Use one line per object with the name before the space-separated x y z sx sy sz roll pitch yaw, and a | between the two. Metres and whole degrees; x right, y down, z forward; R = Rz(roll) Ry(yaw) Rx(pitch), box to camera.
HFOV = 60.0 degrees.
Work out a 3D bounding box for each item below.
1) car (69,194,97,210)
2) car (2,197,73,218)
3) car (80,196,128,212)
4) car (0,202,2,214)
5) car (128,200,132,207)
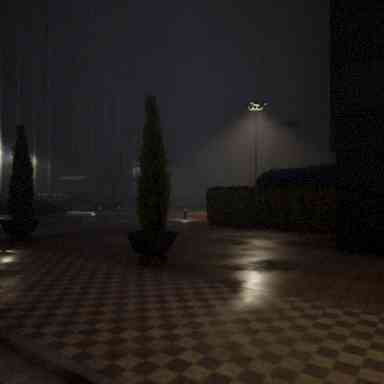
car | -14.038 1.221 41.032 2.150 2.045 5.566 0 0 35
car | -13.462 1.491 29.246 2.128 1.511 4.902 0 0 35
car | -10.494 1.505 39.990 1.837 1.490 4.892 0 0 35
car | -15.825 1.505 32.329 1.837 1.490 4.892 0 0 35
car | -8.046 1.492 49.614 2.128 1.511 4.902 0 0 35
